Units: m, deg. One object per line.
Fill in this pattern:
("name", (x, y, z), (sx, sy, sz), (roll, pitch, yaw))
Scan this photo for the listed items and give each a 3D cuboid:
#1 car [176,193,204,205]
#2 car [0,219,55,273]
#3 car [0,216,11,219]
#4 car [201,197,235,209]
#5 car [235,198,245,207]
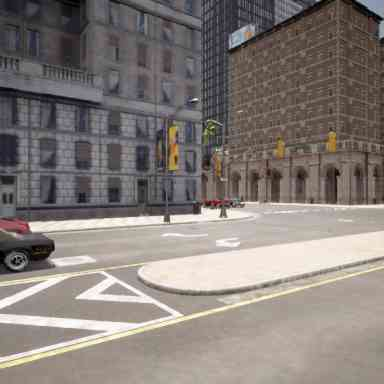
("car", (-0.459, 1.225, 57.968), (2.150, 2.045, 5.566), (0, 0, -34))
("car", (-6.480, 1.601, 9.221), (4.718, 1.301, 1.895), (0, 0, -35))
("car", (-8.424, 1.526, 12.126), (4.674, 1.442, 1.812), (0, 0, -35))
("car", (3.299, 1.478, 46.432), (1.882, 1.535, 5.008), (0, 0, -35))
("car", (5.730, 1.491, 49.062), (2.128, 1.511, 4.902), (0, 0, -35))
